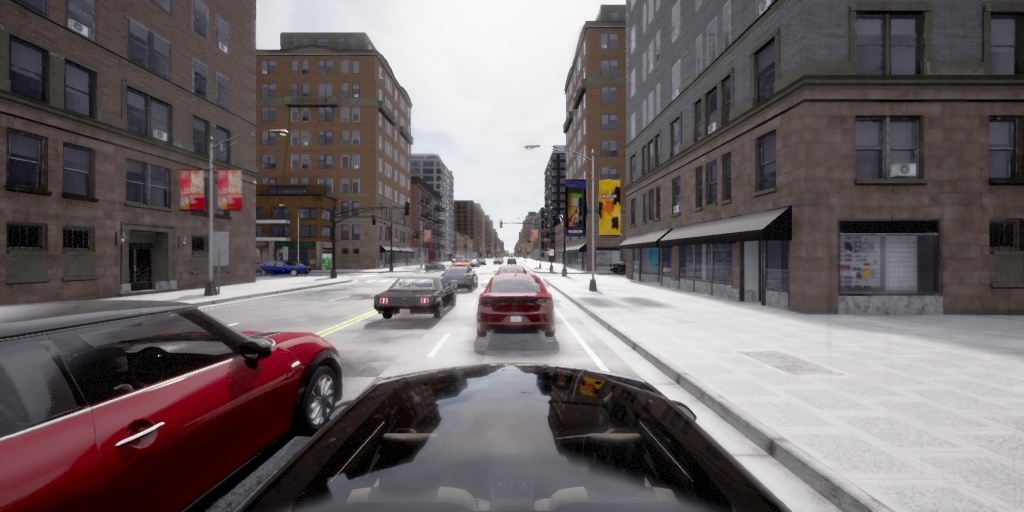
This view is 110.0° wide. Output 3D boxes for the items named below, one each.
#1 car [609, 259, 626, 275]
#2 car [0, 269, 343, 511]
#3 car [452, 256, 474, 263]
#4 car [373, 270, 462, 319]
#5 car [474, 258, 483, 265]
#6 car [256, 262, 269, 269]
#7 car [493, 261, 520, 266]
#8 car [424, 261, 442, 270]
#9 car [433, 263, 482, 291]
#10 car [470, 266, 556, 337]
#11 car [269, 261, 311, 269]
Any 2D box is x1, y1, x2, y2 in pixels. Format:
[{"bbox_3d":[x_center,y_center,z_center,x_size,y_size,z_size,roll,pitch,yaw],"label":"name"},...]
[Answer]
[{"bbox_3d":[13.365,1.009,38.784,5.566,2.045,2.150,0,0,0],"label":"car"},{"bbox_3d":[-3.152,1.102,2.626,2.097,1.767,4.553,0,0,0],"label":"car"},{"bbox_3d":[-6.609,1.098,46.412,2.097,1.767,4.553,0,0,0],"label":"car"},{"bbox_3d":[-3.153,1.351,12.785,1.895,1.301,4.718,0,0,0],"label":"car"},{"bbox_3d":[-6.591,1.304,60.667,1.994,1.385,4.181,0,0,0],"label":"car"},{"bbox_3d":[-25.424,1.170,33.129,4.097,1.591,1.967,0,0,0],"label":"car"},{"bbox_3d":[-0.004,1.227,19.881,1.882,1.535,5.008,0,0,0],"label":"car"},{"bbox_3d":[-9.860,1.349,45.927,1.895,1.301,4.718,0,0,0],"label":"car"},{"bbox_3d":[-3.156,1.313,21.542,1.994,1.385,4.181,0,0,0],"label":"car"},{"bbox_3d":[0.099,1.228,10.310,1.882,1.535,5.008,0,0,0],"label":"car"},{"bbox_3d":[-22.755,1.219,35.655,5.008,1.535,1.882,0,0,0],"label":"car"}]
